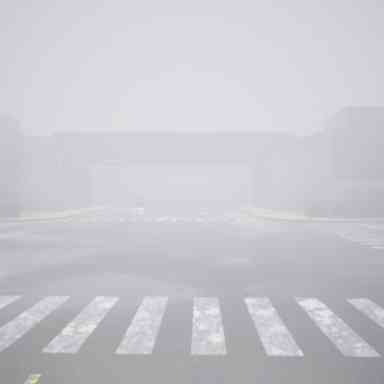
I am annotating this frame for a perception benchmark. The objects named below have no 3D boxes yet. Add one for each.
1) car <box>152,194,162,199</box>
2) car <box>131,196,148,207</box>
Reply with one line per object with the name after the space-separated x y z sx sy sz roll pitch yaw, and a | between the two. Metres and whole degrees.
-7.599 1.115 72.963 1.837 1.490 4.892 0 0 0 | car
-7.618 1.363 48.328 2.128 1.511 4.902 0 0 0 | car
